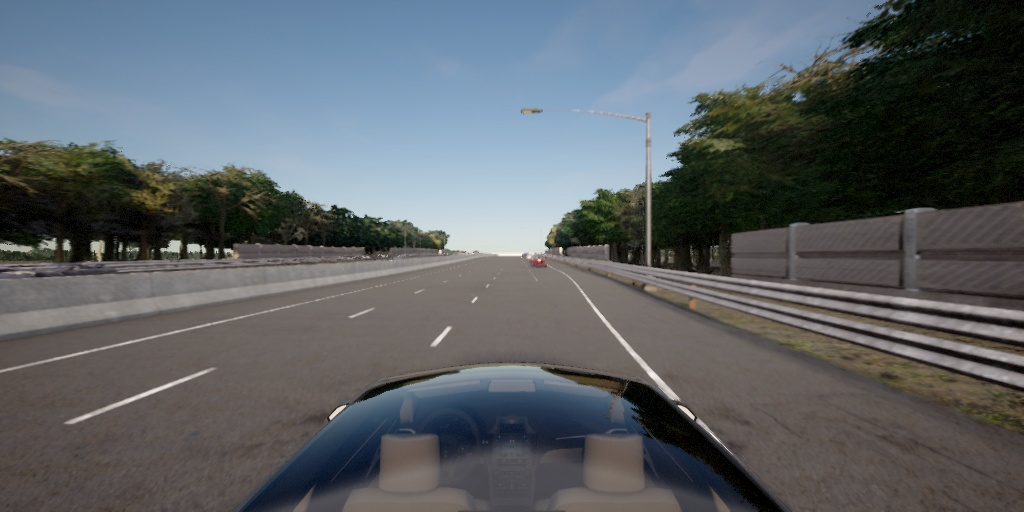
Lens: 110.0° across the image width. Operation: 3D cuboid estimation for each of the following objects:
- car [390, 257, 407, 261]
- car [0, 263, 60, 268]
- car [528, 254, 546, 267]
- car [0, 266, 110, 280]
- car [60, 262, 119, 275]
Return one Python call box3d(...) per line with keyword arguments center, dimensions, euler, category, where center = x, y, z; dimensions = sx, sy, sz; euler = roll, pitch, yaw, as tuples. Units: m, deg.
box3d(center=(-16.949, 0.919, 53.558), dimensions=(1.837, 1.490, 4.892), euler=(0, 1, 1), category="car")
box3d(center=(-24.513, 1.182, 16.049), dimensions=(2.128, 1.511, 4.902), euler=(0, 0, 1), category="car")
box3d(center=(4.080, 0.687, 55.610), dimensions=(2.097, 1.767, 4.553), euler=(0, 1, 1), category="car")
box3d(center=(-21.024, 1.300, 15.400), dimensions=(1.895, 1.301, 4.718), euler=(0, 0, 1), category="car")
box3d(center=(-27.197, 1.160, 21.938), dimensions=(2.128, 1.511, 4.902), euler=(0, 0, -2), category="car")
